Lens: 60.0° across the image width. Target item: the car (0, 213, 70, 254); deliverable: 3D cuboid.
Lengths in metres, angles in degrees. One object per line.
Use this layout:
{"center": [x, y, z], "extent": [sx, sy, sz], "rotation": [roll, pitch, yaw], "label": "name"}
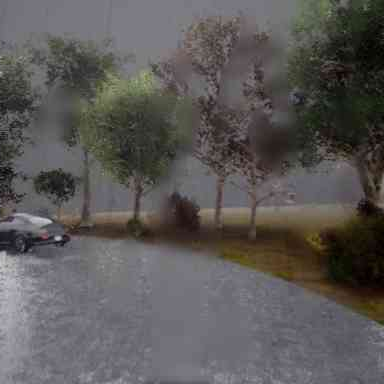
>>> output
{"center": [-7.077, 1.608, 13.911], "extent": [4.674, 1.442, 1.812], "rotation": [-1, 0, 31], "label": "car"}
